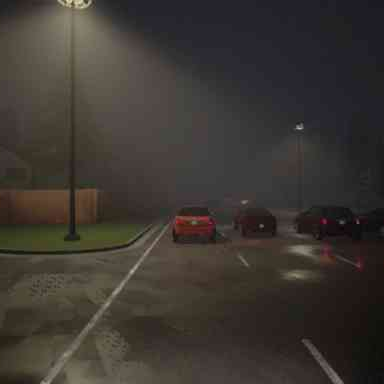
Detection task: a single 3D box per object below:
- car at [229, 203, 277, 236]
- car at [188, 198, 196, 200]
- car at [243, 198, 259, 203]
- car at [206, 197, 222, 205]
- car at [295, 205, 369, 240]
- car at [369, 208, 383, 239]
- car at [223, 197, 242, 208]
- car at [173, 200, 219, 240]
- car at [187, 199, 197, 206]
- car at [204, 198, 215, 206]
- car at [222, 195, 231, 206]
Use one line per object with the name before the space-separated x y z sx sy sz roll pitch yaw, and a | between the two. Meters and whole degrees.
car | 3.608 1.632 19.708 1.882 1.535 5.008 0 0 0
car | 0.023 1.802 57.654 2.097 1.767 4.553 0 0 0
car | 10.523 2.051 57.708 1.895 1.301 4.718 0 0 0
car | 3.523 1.802 57.651 2.097 1.767 4.553 0 0 0
car | 7.107 1.492 17.859 2.097 1.767 4.553 0 0 0
car | 10.608 1.648 18.217 1.837 1.490 4.892 0 0 0
car | 7.024 2.057 58.445 1.895 1.301 4.718 0 0 0
car | 0.107 1.492 17.847 2.097 1.767 4.553 0 0 0
car | 0.027 2.080 67.685 2.033 1.411 5.357 0 0 0
car | 3.527 1.998 67.684 1.837 1.490 4.892 0 0 0
car | 7.028 1.692 68.545 2.150 2.045 5.566 0 0 0
